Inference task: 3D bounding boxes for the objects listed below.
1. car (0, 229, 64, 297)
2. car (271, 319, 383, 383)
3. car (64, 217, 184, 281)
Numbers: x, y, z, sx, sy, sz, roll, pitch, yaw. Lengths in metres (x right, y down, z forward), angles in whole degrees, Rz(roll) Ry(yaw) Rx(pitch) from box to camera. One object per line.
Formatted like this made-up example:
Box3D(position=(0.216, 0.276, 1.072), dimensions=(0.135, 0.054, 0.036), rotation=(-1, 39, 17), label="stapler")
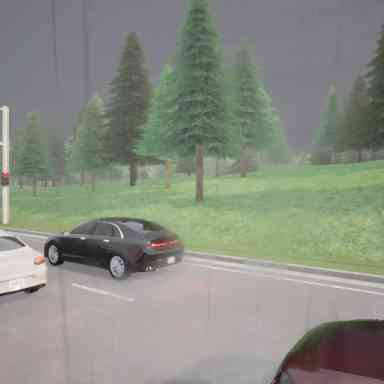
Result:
Box3D(position=(-5.125, 1.526, 7.548), dimensions=(4.674, 1.442, 1.812), rotation=(0, 0, 36), label="car")
Box3D(position=(2.611, 1.563, 2.121), dimensions=(4.181, 1.385, 1.994), rotation=(0, 0, 36), label="car")
Box3D(position=(-2.492, 1.505, 9.958), dimensions=(4.892, 1.490, 1.837), rotation=(0, 0, 36), label="car")
